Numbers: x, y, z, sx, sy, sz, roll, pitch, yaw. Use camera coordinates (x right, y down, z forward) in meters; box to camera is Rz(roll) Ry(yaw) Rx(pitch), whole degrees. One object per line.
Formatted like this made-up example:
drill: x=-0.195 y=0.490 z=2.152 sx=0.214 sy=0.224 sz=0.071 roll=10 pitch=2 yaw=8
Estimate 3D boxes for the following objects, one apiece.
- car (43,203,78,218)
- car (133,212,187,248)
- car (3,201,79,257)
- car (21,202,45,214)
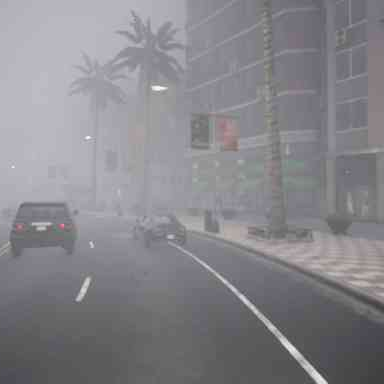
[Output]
car: x=-14.135 y=1.974 z=35.695 sx=4.181 sy=1.385 sz=1.994 roll=-1 pitch=-1 yaw=45
car: x=-1.602 y=1.677 z=15.745 sx=1.812 sy=1.442 sz=4.674 roll=0 pitch=-1 yaw=-19
car: x=-6.114 y=1.388 z=14.156 sx=2.150 sy=2.045 sz=5.566 roll=0 pitch=-1 yaw=-18
car: x=-20.691 y=2.044 z=43.167 sx=1.812 sy=1.442 sz=4.674 roll=0 pitch=-1 yaw=-38
